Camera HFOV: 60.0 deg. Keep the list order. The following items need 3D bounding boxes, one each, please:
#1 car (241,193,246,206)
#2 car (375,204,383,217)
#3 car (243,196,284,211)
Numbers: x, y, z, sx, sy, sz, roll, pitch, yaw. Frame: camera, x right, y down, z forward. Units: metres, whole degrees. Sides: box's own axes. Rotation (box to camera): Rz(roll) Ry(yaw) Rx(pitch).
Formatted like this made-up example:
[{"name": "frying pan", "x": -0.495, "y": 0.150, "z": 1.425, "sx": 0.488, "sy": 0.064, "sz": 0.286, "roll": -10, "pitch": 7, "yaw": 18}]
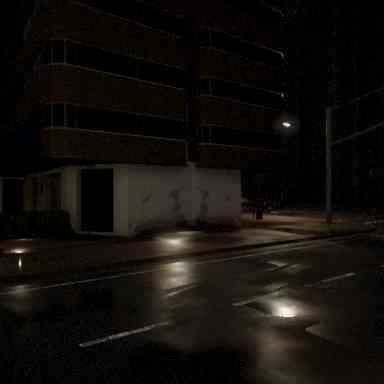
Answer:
[{"name": "car", "x": 6.212, "y": 1.222, "z": 51.975, "sx": 2.150, "sy": 2.045, "sz": 5.566, "roll": 0, "pitch": 0, "yaw": -36}, {"name": "car", "x": 18.455, "y": 1.525, "z": 28.762, "sx": 1.812, "sy": 1.442, "sz": 4.674, "roll": 0, "pitch": 0, "yaw": -36}, {"name": "car", "x": 9.185, "y": 1.477, "z": 41.572, "sx": 1.882, "sy": 1.535, "sz": 5.008, "roll": 0, "pitch": 0, "yaw": -36}]
